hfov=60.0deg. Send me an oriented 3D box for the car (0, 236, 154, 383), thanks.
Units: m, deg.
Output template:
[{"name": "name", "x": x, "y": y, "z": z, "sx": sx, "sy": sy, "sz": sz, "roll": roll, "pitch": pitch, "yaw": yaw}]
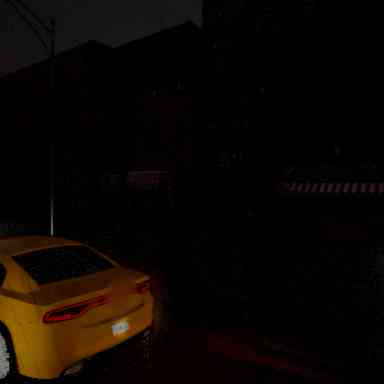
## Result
[{"name": "car", "x": -2.876, "y": 1.477, "z": 5.454, "sx": 5.008, "sy": 1.535, "sz": 1.882, "roll": 0, "pitch": 0, "yaw": 35}]
